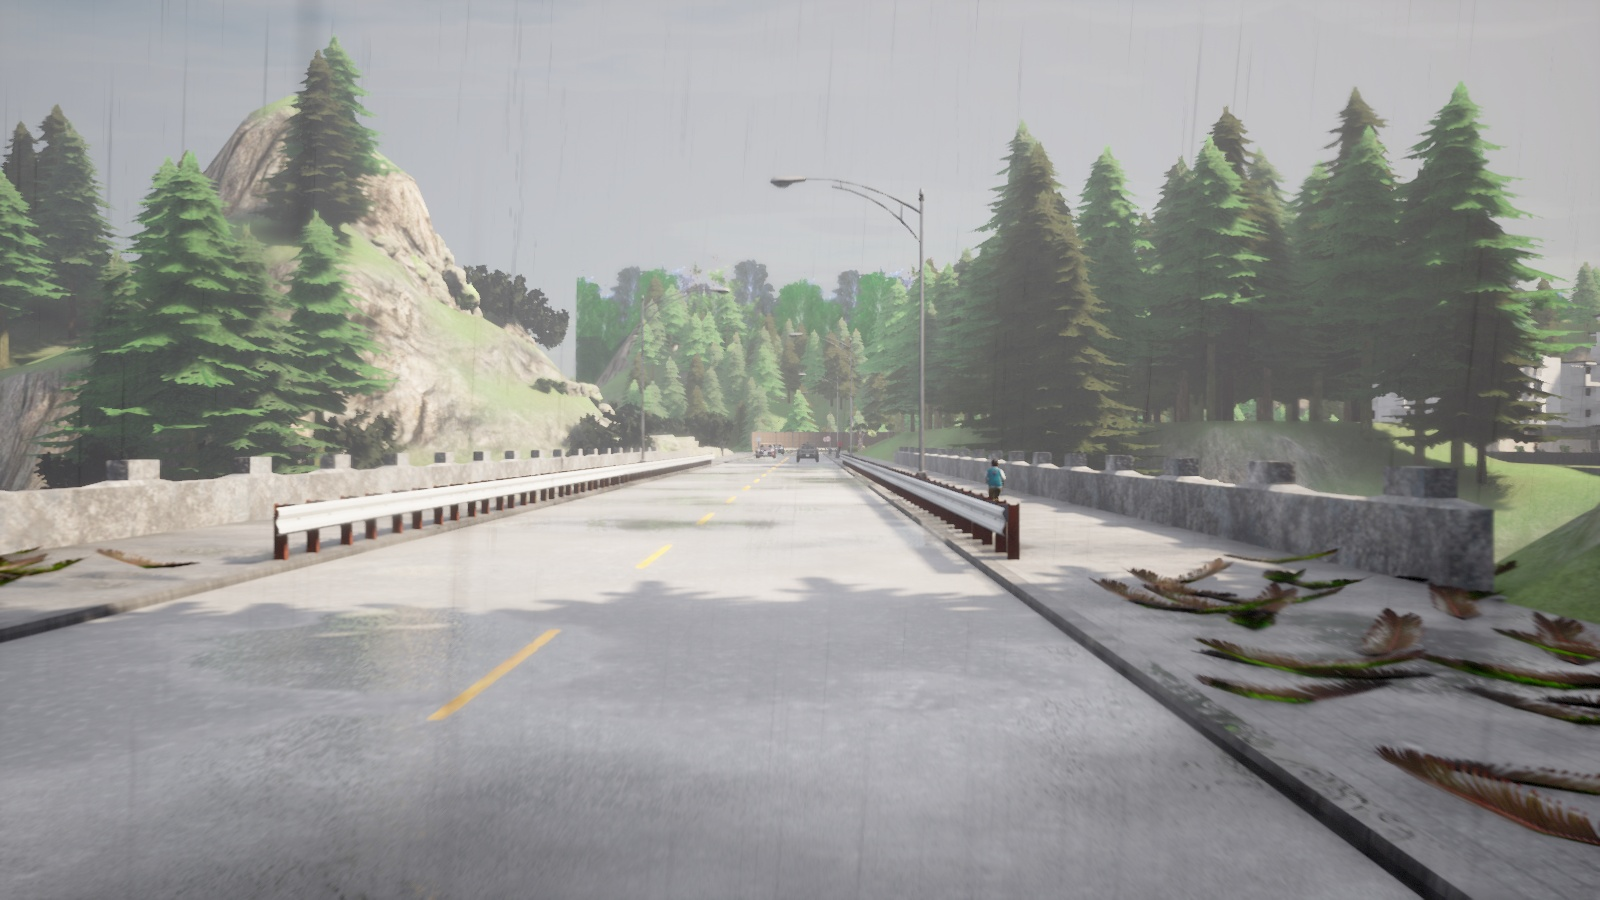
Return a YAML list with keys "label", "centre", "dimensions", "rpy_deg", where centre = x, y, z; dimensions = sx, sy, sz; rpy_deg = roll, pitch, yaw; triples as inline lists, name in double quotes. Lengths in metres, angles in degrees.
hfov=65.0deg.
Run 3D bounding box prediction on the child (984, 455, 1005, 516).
- label: "child"
  centre: [3.832, 0.700, 24.745]
  dimensions: [0.343, 1.192, 0.448]
  rpy_deg: [0, 0, 2]
